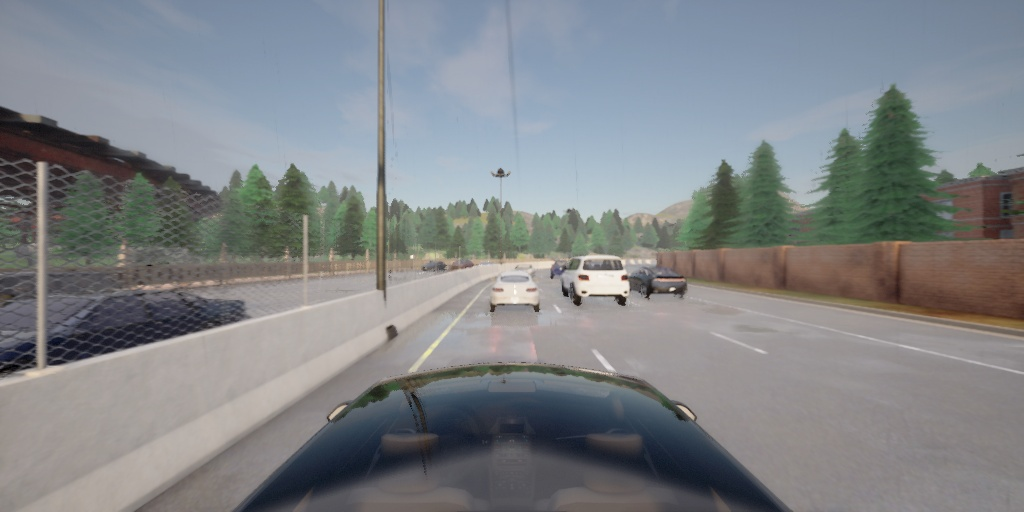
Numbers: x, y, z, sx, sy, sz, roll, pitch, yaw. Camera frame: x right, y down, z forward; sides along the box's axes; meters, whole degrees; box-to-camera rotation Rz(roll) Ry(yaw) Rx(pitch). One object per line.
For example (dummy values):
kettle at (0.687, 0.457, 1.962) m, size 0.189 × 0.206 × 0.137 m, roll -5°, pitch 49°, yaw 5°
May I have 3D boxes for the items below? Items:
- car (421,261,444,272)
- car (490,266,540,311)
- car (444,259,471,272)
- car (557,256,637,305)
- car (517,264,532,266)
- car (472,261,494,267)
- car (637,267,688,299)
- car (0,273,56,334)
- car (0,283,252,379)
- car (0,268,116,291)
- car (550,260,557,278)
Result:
car at (-10.403, 1.384, 48.365) m, size 1.837 × 1.490 × 4.892 m, roll 0°, pitch 0°, yaw 15°
car at (0.100, 1.311, 14.470) m, size 1.812 × 1.442 × 4.674 m, roll 0°, pitch 0°, yaw 0°
car at (-6.796, 1.231, 48.330) m, size 2.097 × 1.767 × 4.553 m, roll 0°, pitch 0°, yaw 16°
car at (3.598, 1.011, 16.380) m, size 2.150 × 2.045 × 5.566 m, roll 0°, pitch 0°, yaw 0°
car at (1.321, 1.444, 35.312) m, size 1.895 × 1.301 × 4.718 m, roll 0°, pitch 0°, yaw 9°
car at (-3.411, 1.402, 47.482) m, size 1.812 × 1.442 × 4.674 m, roll 0°, pitch 0°, yaw 16°
car at (7.112, 1.287, 18.306) m, size 2.128 × 1.511 × 4.902 m, roll 0°, pitch 0°, yaw 0°
car at (-14.091, 1.244, 7.823) m, size 1.882 × 1.535 × 5.008 m, roll 0°, pitch 0°, yaw 0°
car at (-7.098, 1.309, 6.126) m, size 2.033 × 1.411 × 5.357 m, roll 0°, pitch 0°, yaw 0°
car at (-10.589, 1.117, 7.259) m, size 2.097 × 1.767 × 4.553 m, roll 0°, pitch 0°, yaw 0°
car at (4.903, 1.195, 35.339) m, size 2.097 × 1.767 × 4.553 m, roll 0°, pitch 0°, yaw 8°
